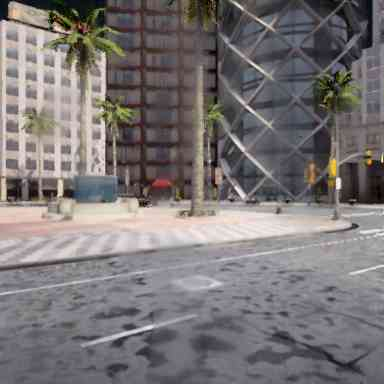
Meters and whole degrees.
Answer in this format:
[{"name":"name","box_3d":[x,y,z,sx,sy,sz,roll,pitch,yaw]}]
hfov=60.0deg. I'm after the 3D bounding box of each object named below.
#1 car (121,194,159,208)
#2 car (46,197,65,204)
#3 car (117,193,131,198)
[{"name":"car","box_3d":[-7.294,1.487,48.963,5.008,1.535,1.882,0,0,13]},{"name":"car","box_3d":[-23.974,1.572,59.966,4.181,1.385,1.994,0,0,-10]},{"name":"car","box_3d":[-9.971,1.232,53.090,5.566,2.045,2.150,0,0,8]}]
